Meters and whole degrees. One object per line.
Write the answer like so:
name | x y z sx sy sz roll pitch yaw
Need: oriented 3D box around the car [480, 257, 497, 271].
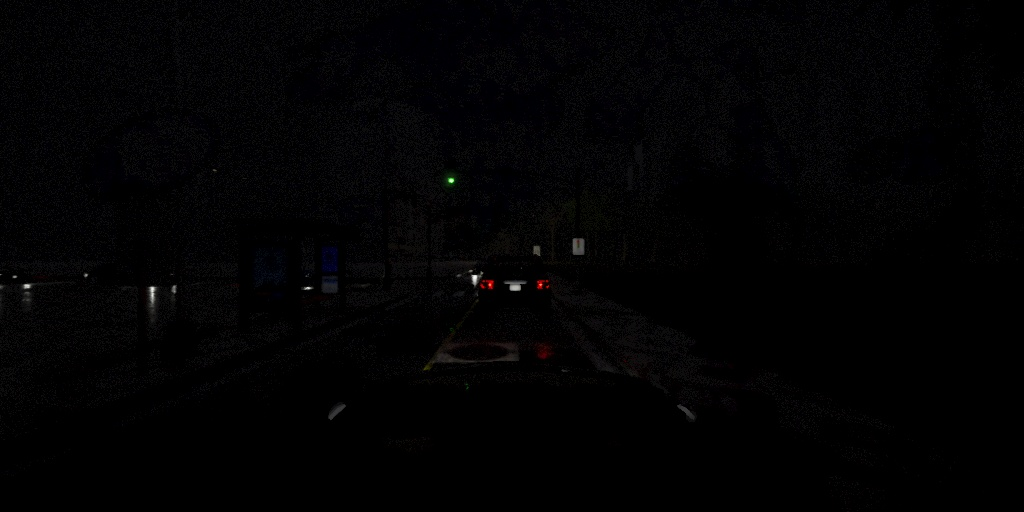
car | -3.162 1.034 49.031 2.097 1.767 4.553 0 0 0

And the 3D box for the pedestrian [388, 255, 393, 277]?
pedestrian | -10.128 0.799 29.728 0.375 1.860 0.375 0 0 1

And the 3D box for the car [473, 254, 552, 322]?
car | 0.084 0.961 12.458 2.150 2.045 5.566 0 0 0

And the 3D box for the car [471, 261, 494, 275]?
car | -3.157 1.247 39.163 2.033 1.411 5.357 0 0 0

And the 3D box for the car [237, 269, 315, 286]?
car | -15.203 1.176 23.619 5.008 1.535 1.882 0 1 0

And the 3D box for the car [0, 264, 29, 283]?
car | -35.763 1.144 24.115 4.892 1.490 1.837 0 1 2

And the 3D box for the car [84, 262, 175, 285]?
car | -25.389 1.174 23.858 4.892 1.490 1.837 0 1 1
